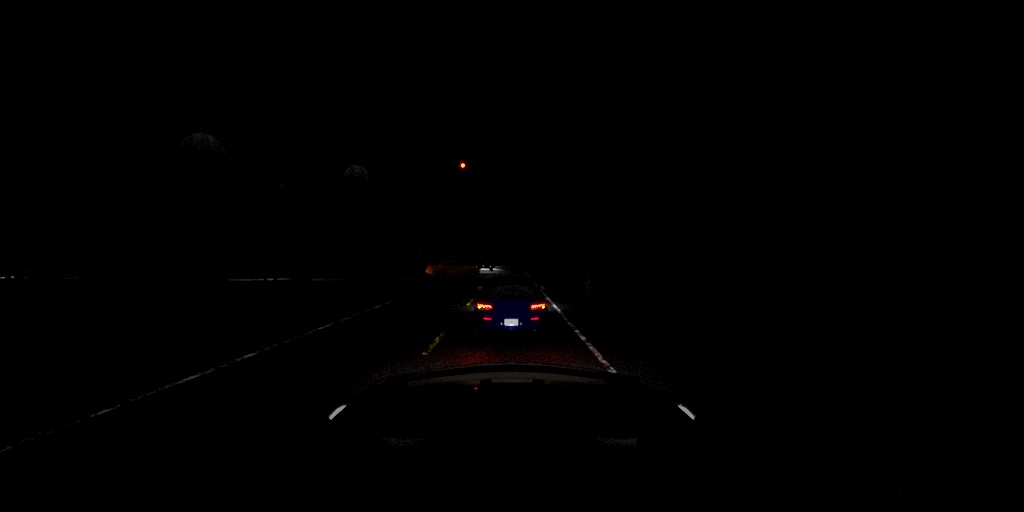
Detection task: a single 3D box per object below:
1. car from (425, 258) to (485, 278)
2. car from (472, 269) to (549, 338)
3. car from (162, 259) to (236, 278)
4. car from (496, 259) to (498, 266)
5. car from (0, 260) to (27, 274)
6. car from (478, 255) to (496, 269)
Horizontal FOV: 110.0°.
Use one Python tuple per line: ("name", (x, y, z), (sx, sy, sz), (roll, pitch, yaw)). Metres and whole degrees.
("car", (-5.355, 1.161, 32.447), (5.008, 1.535, 1.882), (1, 1, -34))
("car", (-0.026, 1.274, 10.086), (1.812, 1.442, 4.674), (0, 0, 0))
("car", (-24.579, 1.026, 28.340), (4.902, 1.511, 2.128), (0, 0, -1))
("car", (-3.788, 1.299, 59.556), (1.895, 1.301, 4.718), (0, 0, 0))
("car", (-41.203, 0.941, 28.197), (4.181, 1.385, 1.994), (0, 0, 0))
("car", (-3.770, 0.934, 49.782), (2.150, 2.045, 5.566), (0, 0, 0))
